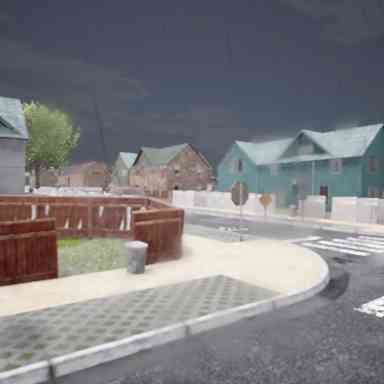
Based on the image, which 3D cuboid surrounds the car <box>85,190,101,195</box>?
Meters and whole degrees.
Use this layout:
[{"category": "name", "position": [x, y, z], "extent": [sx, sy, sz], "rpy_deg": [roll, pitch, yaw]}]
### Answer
[{"category": "car", "position": [-13.350, 0.508, 43.938], "extent": [1.882, 1.535, 5.008], "rpy_deg": [1, 1, -35]}]

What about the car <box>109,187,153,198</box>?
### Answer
[{"category": "car", "position": [-5.110, 0.616, 27.419], "extent": [2.150, 2.045, 5.566], "rpy_deg": [1, 1, -35]}]

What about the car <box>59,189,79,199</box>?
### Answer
[{"category": "car", "position": [-19.453, 0.329, 52.417], "extent": [1.812, 1.442, 4.674], "rpy_deg": [1, 1, -36]}]

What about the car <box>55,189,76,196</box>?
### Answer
[{"category": "car", "position": [-17.885, 0.513, 45.462], "extent": [1.895, 1.301, 4.718], "rpy_deg": [1, 1, -35]}]

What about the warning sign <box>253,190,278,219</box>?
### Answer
[{"category": "warning sign", "position": [4.960, 0.795, 22.511], "extent": [1.300, 1.860, 1.060], "rpy_deg": [-1, 0, -36]}]

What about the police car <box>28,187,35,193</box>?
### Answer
[{"category": "police car", "position": [-39.328, -0.523, 81.930], "extent": [1.930, 1.638, 5.238], "rpy_deg": [1, 1, -36]}]
